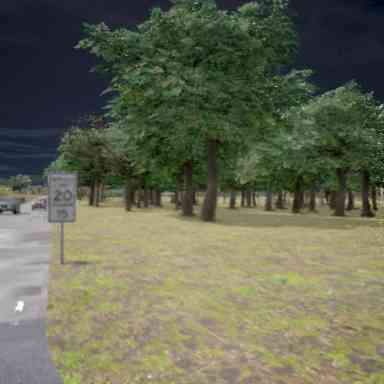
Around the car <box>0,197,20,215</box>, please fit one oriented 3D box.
[{"bbox_3d":[-21.051,1.536,38.031,2.150,2.045,5.566,0,-1,-22],"label":"car"}]

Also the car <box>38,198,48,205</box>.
[{"bbox_3d":[-32.080,2.015,71.695,1.882,1.535,5.008,0,0,-23],"label":"car"}]

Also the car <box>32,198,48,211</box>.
[{"bbox_3d":[-22.358,1.924,48.648,1.812,1.442,4.674,0,-1,-23],"label":"car"}]
